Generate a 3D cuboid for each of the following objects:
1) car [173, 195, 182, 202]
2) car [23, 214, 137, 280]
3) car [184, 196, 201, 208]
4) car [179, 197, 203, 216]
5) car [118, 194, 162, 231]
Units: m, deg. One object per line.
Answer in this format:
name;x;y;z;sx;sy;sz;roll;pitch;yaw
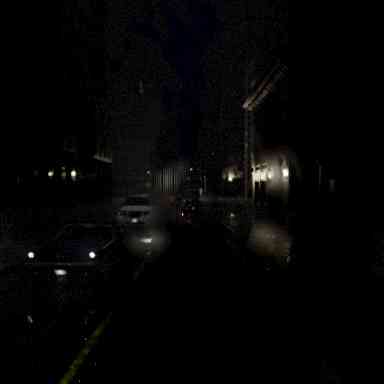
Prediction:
car;-2.976;1.398;71.249;1.895;1.301;4.718;0;0;0
car;-3.094;1.572;10.032;1.895;1.301;4.718;0;0;0
car;0.059;1.367;45.552;2.128;1.511;4.902;0;0;0
car;0.112;1.460;31.510;2.033;1.411;5.357;0;0;0
car;-3.087;1.163;20.621;2.150;2.045;5.566;0;0;0
